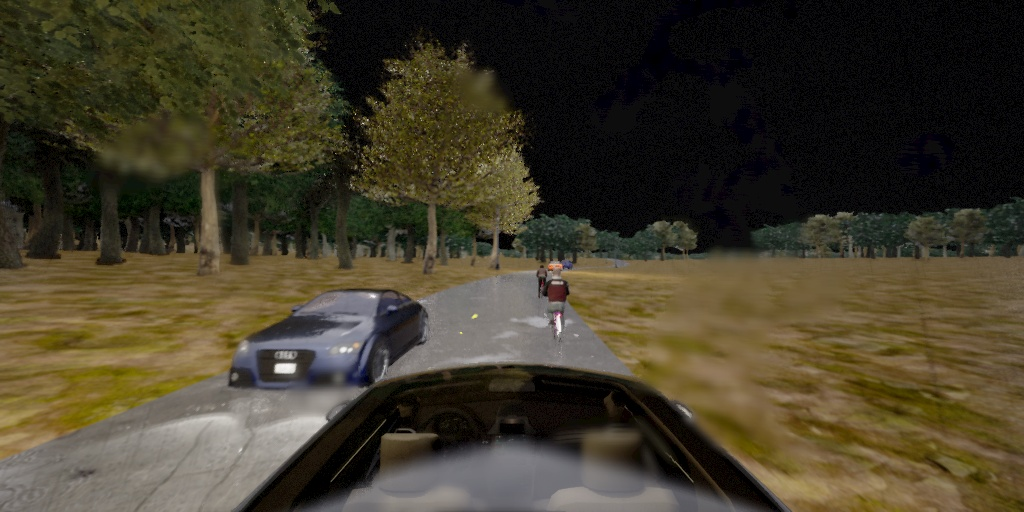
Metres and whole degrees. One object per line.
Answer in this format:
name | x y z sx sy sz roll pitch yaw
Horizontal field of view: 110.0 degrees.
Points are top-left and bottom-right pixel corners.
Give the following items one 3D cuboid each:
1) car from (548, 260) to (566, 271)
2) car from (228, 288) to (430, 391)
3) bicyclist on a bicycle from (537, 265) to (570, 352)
car | 7.278 1.631 59.612 2.097 1.767 4.553 0 -1 13
car | -2.965 1.319 6.782 1.994 1.385 4.181 0 0 2
bicyclist on a bicycle | 0.988 1.130 8.091 0.659 1.776 1.843 0 0 2
